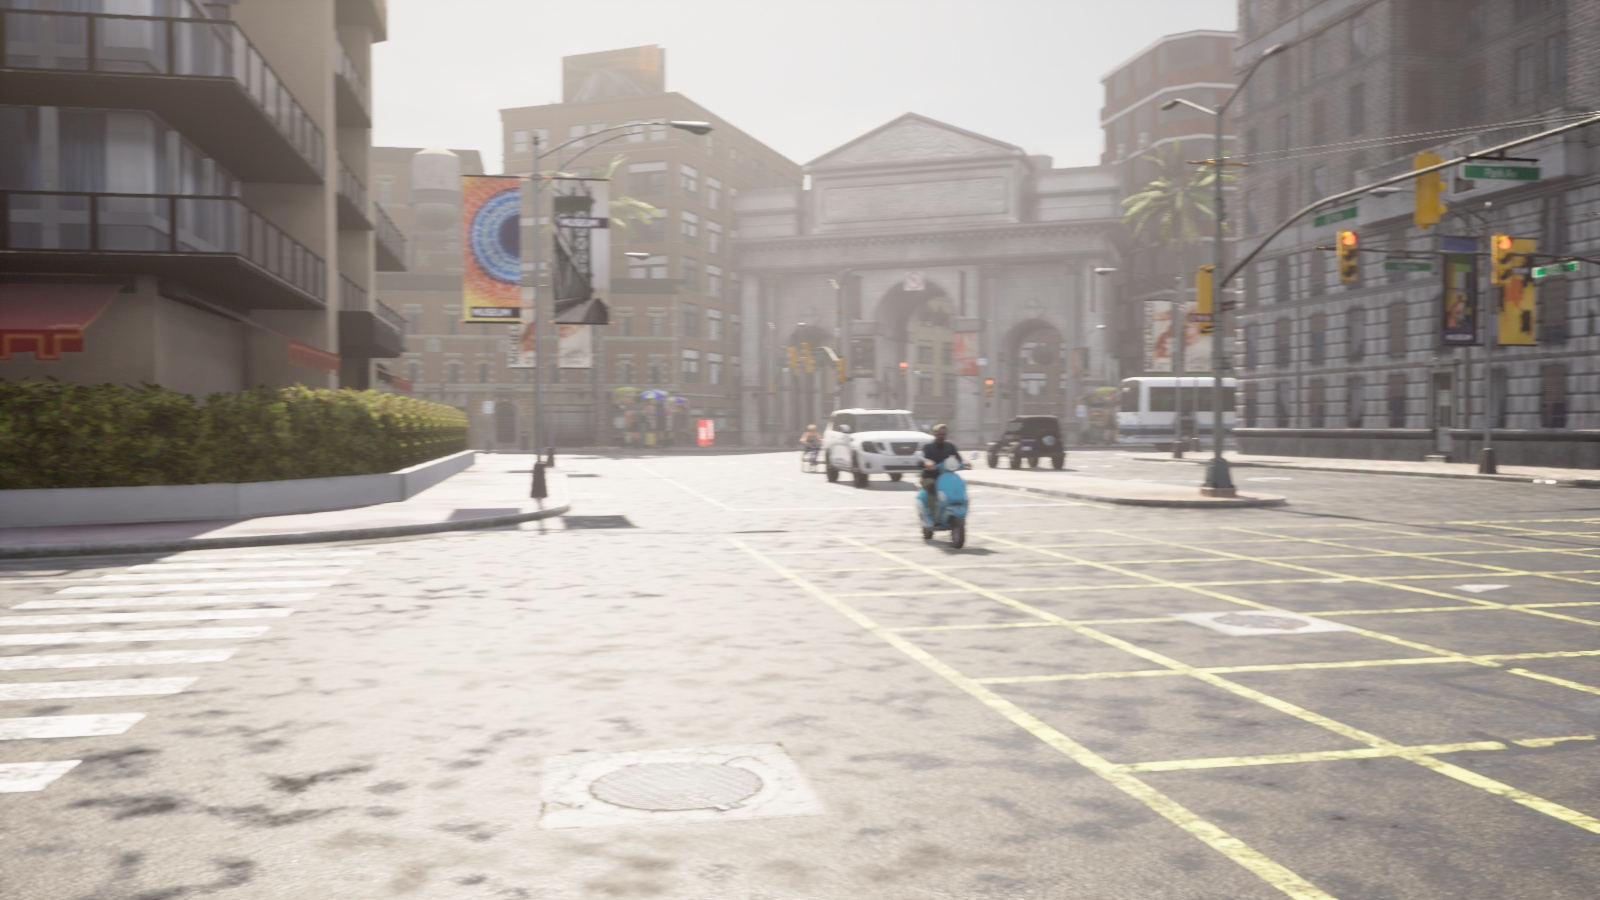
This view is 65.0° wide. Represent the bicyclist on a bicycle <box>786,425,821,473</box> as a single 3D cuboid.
[{"bbox_3d":[0.102,-0.048,42.332,0.866,1.612,1.509,0,1,-12],"label":"bicyclist on a bicycle"}]

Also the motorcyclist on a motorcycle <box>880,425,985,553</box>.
[{"bbox_3d":[1.706,0.467,16.529,0.866,1.590,1.817,0,1,-11],"label":"motorcyclist on a motorcycle"}]

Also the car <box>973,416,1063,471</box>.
[{"bbox_3d":[7.739,-0.222,44.962,1.905,1.878,3.866,0,0,-11],"label":"car"}]

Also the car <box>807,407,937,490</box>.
[{"bbox_3d":[1.815,-0.098,33.802,2.150,2.045,5.566,0,1,-11],"label":"car"}]

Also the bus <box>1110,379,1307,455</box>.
[{"bbox_3d":[23.735,-1.890,73.220,10.273,4.253,3.944,0,1,-11],"label":"bus"}]
